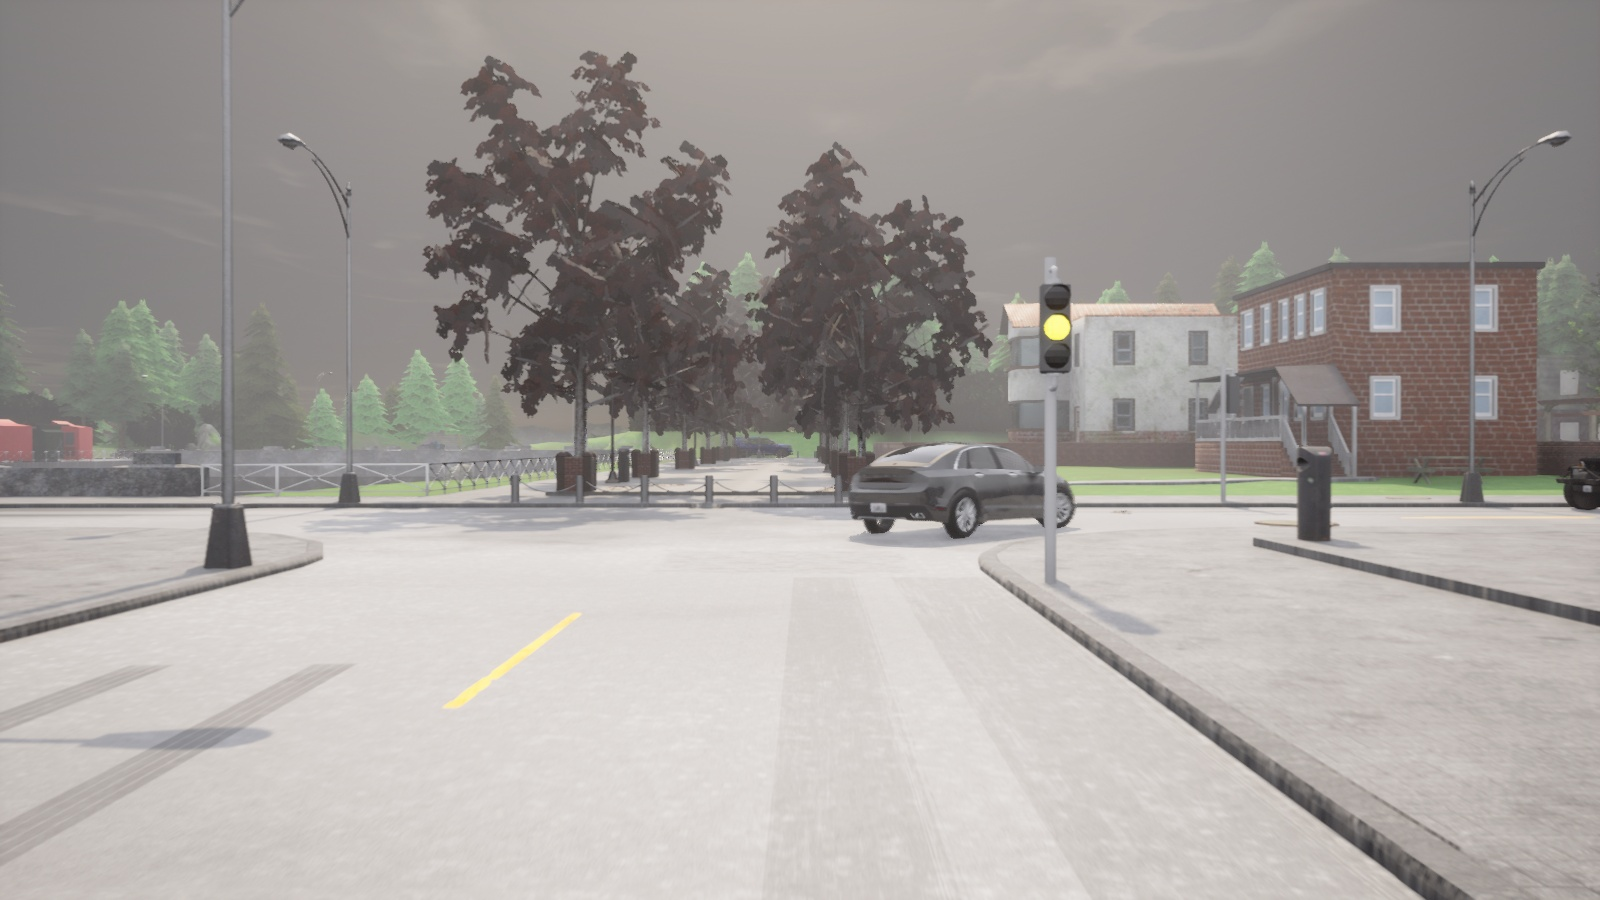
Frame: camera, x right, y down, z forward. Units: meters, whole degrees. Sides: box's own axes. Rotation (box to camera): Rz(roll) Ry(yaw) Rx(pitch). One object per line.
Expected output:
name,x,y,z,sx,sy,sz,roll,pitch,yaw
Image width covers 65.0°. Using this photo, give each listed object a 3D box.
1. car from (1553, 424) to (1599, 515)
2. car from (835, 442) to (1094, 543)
car,18.477,0.407,26.615,3.866,1.878,1.905,0,0,1
car,2.880,0.635,21.055,1.837,1.490,4.892,-1,0,42
